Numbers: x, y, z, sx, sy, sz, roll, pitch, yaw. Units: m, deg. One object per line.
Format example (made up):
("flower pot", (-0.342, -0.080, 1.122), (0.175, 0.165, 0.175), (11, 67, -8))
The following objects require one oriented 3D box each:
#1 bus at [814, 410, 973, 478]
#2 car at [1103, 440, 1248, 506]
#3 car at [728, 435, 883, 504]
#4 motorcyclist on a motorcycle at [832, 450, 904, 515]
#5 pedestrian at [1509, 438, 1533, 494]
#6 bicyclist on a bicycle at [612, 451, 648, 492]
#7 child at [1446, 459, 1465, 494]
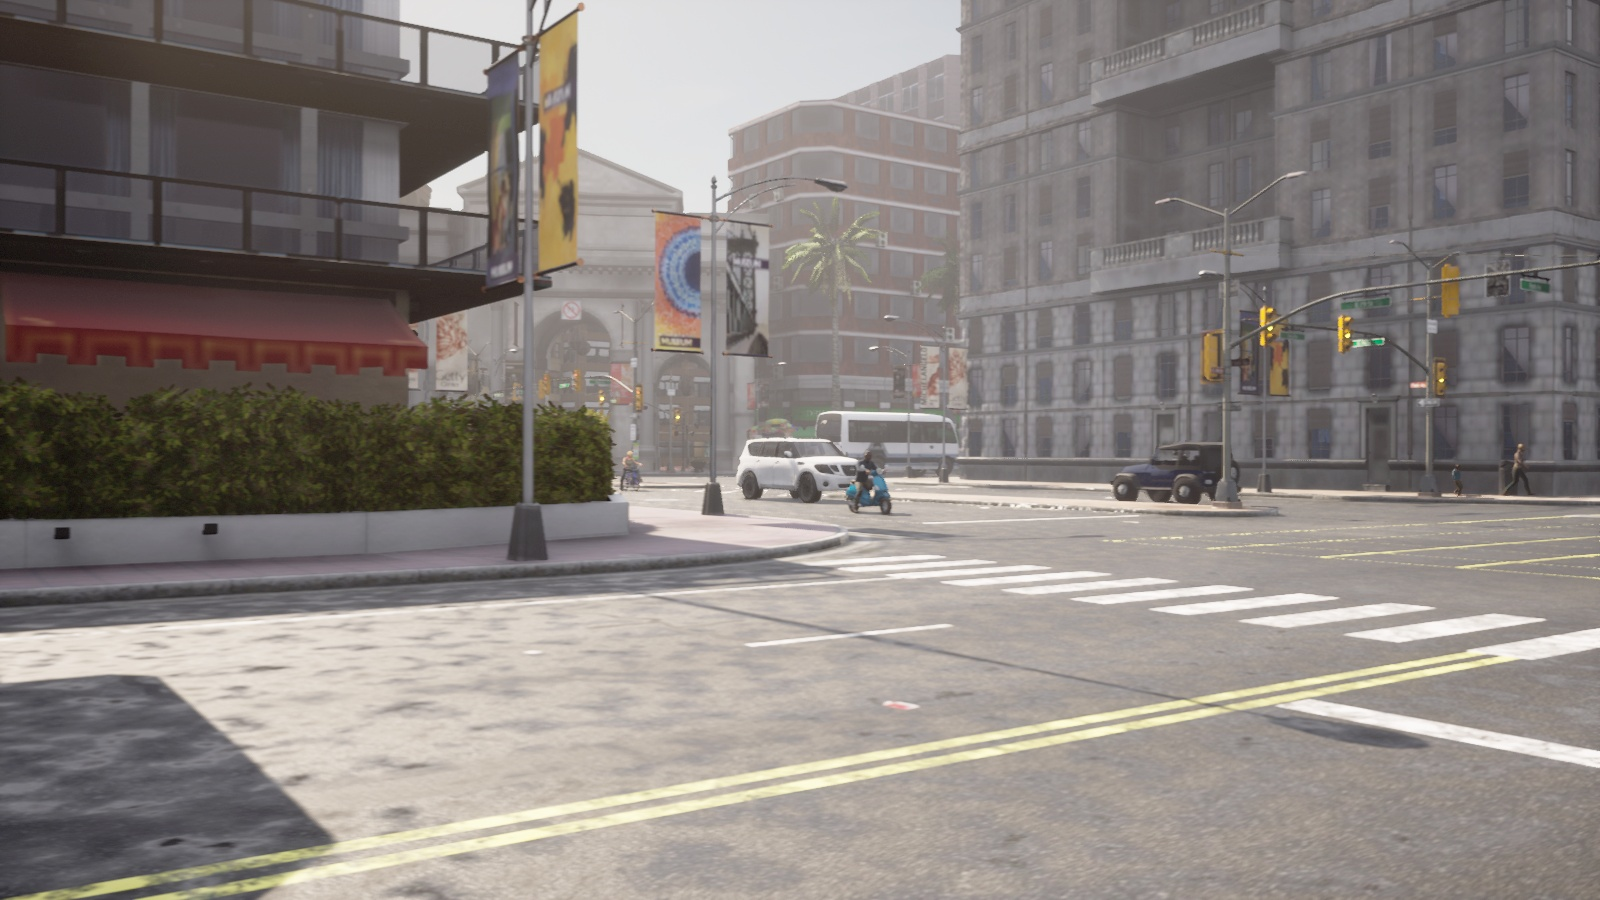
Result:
("bus", (6.248, -0.347, 82.780), (10.273, 4.253, 3.944), (0, 0, -34))
("car", (11.298, 0.663, 37.960), (1.905, 1.878, 3.866), (0, 0, -35))
("car", (0.082, 0.606, 40.151), (2.150, 2.045, 5.566), (0, -1, -34))
("motorcyclist on a motorcycle", (1.701, 0.804, 31.679), (0.866, 1.590, 1.817), (0, 0, -35))
("pedestrian", (24.109, 0.524, 41.995), (0.331, 1.846, 0.634), (0, 0, -42))
("bicyclist on a bicycle", (-6.791, 0.859, 50.150), (0.866, 1.612, 1.509), (0, 0, -35))
("child", (22.301, 0.908, 42.736), (0.343, 1.192, 0.448), (0, 0, -37))
